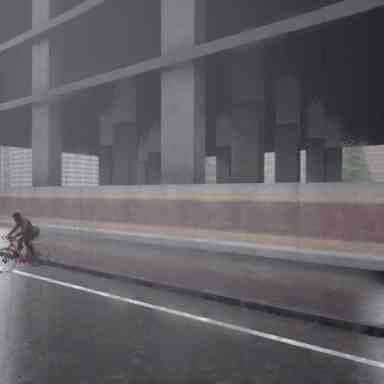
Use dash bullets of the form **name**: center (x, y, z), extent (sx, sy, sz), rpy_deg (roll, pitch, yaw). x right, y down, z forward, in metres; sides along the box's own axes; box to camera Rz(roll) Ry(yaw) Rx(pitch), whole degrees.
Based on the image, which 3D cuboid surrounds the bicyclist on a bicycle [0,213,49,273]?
- **bicyclist on a bicycle**: center (-4.790, 1.401, 9.395), extent (0.582, 1.620, 1.656), rpy_deg (0, 0, 34)
